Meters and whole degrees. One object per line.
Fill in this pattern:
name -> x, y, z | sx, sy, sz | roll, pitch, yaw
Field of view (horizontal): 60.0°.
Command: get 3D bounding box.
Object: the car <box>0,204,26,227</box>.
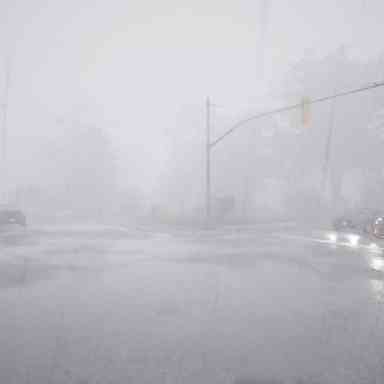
car -> -12.210, 1.513, 21.808 | 1.812, 1.442, 4.674 | 0, 0, -38

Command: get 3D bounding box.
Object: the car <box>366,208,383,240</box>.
car -> 10.651, 1.394, 15.895 | 4.553, 1.767, 2.097 | 1, -1, -36

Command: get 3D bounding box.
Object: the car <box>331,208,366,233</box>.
car -> 10.213, 1.643, 19.880 | 4.181, 1.385, 1.994 | 2, -1, -35
